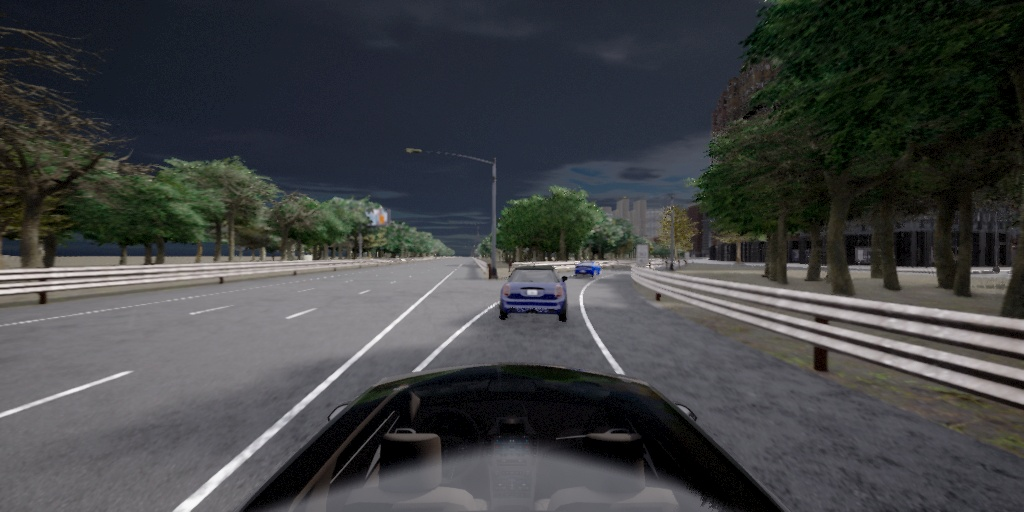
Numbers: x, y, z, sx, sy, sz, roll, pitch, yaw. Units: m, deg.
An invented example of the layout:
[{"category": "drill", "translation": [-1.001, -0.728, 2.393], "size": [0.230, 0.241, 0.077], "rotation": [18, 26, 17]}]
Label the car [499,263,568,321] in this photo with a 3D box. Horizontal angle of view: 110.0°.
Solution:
[{"category": "car", "translation": [0.903, 1.110, 12.829], "size": [2.097, 1.767, 4.553], "rotation": [1, 0, 8]}]

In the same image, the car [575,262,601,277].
[{"category": "car", "translation": [7.741, 1.293, 36.233], "size": [1.882, 1.535, 5.008], "rotation": [0, 0, 24]}]
